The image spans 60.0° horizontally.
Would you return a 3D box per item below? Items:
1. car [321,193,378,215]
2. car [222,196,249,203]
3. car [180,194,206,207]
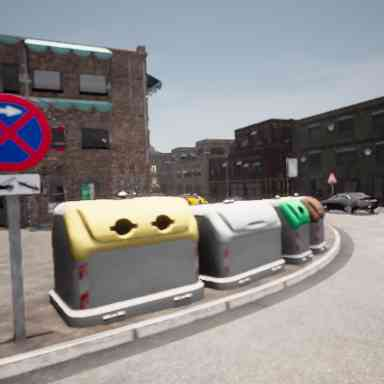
[{"bbox_3d":[11.562,0.812,24.871,2.128,1.511,4.902,-3,0,-11],"label":"car"},{"bbox_3d":[5.346,1.295,41.096,1.812,1.442,4.674,-3,0,-23],"label":"car"},{"bbox_3d":[-0.076,1.310,45.601,2.150,2.045,5.566,-3,0,-23],"label":"car"}]
